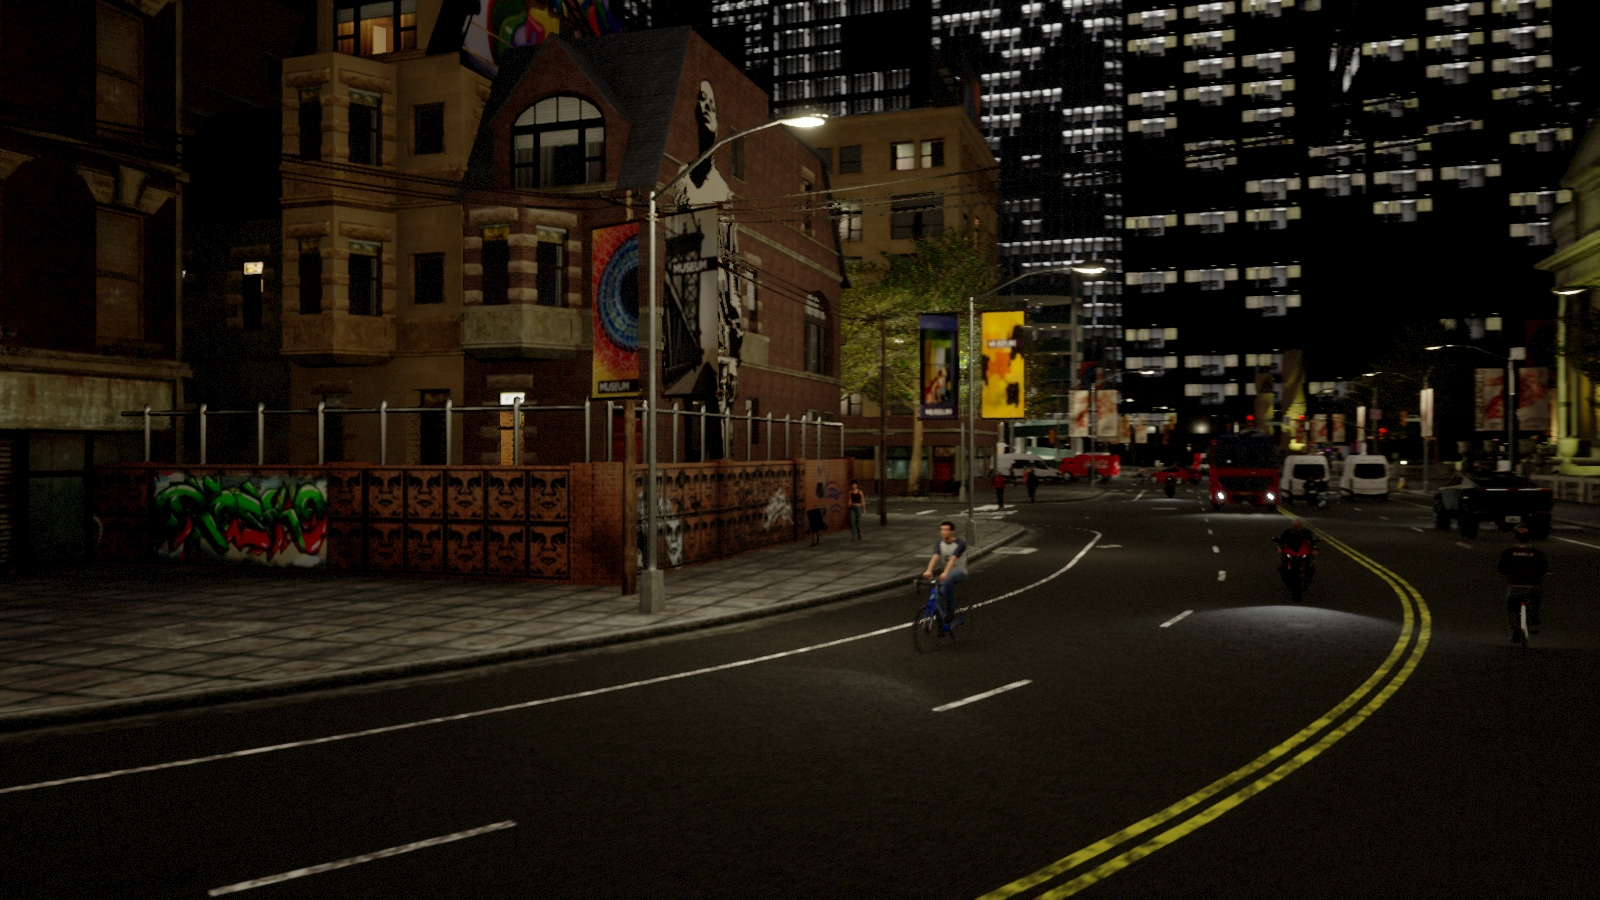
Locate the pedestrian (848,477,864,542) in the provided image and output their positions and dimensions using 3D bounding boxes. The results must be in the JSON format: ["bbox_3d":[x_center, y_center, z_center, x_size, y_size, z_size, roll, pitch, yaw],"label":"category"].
[{"bbox_3d":[1.633,1.730,33.303,0.375,1.860,0.375,0,0,18],"label":"pedestrian"}]

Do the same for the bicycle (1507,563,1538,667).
[{"bbox_3d":[9.884,2.219,15.621,0.329,1.171,1.835,0,0,33],"label":"bicycle"}]

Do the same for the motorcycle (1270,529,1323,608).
[{"bbox_3d":[9.489,2.220,21.800,0.867,1.251,2.209,0,0,25],"label":"motorcycle"}]

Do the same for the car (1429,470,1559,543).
[{"bbox_3d":[22.924,1.776,38.053,2.390,2.098,6.274,0,0,19],"label":"car"}]
